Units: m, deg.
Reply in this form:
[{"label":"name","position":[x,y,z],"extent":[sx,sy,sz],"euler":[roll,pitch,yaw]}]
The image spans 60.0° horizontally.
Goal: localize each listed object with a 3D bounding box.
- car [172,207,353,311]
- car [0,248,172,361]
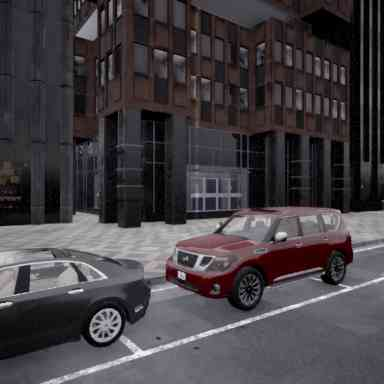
[{"label":"car","position":[1.846,1.315,7.961],"extent":[5.009,1.841,2.192],"euler":[0,0,-35]},{"label":"car","position":[-2.722,1.551,4.705],"extent":[4.403,1.369,2.008],"euler":[0,0,-35]}]
